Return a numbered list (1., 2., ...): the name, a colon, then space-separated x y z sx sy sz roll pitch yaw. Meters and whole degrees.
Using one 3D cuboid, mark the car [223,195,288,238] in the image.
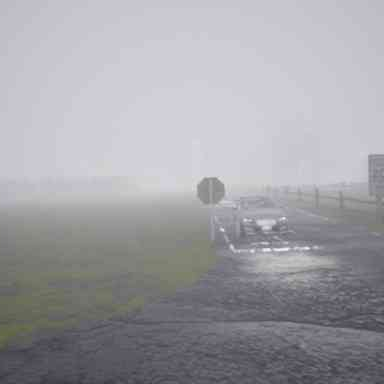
1. car: 2.669 0.924 14.234 2.128 1.511 4.902 -2 2 1
